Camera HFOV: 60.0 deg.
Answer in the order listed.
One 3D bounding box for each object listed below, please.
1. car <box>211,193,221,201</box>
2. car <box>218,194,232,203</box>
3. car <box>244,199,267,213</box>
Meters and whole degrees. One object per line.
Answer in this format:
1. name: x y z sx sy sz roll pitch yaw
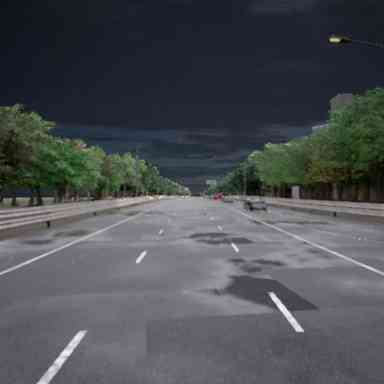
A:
1. car: 7.127 1.406 92.116 2.150 2.045 5.566 0 -1 0
2. car: 7.027 1.569 67.101 2.033 1.411 5.357 0 0 0
3. car: 7.119 1.496 37.548 2.128 1.511 4.902 0 0 -2
